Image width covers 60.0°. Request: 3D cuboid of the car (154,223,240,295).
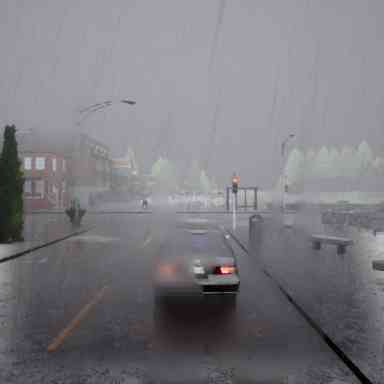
[{"bbox_3d":[0.099,1.547,8.879,2.033,1.411,5.357,0,0,0],"label":"car"}]
